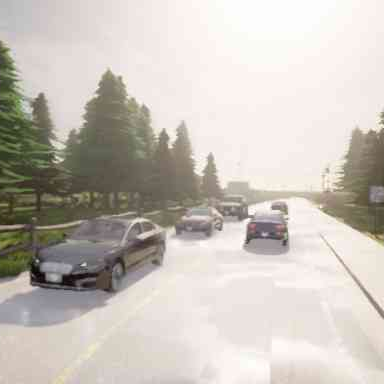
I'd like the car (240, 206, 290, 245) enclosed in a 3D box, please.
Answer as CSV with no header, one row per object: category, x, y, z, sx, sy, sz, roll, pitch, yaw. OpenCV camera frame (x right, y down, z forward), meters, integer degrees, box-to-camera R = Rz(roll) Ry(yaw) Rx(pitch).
car,3.676,1.604,16.044,1.812,1.442,4.674,1,0,16

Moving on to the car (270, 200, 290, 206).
car,9.858,1.713,37.529,1.837,1.490,4.892,1,1,17

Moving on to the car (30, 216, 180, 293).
car,-2.124,1.438,8.925,2.128,1.511,4.902,1,0,14

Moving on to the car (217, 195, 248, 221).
car,3.503,1.289,28.685,2.150,2.045,5.566,1,0,16

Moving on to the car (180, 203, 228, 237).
car,0.517,1.529,18.443,1.812,1.442,4.674,1,0,16
